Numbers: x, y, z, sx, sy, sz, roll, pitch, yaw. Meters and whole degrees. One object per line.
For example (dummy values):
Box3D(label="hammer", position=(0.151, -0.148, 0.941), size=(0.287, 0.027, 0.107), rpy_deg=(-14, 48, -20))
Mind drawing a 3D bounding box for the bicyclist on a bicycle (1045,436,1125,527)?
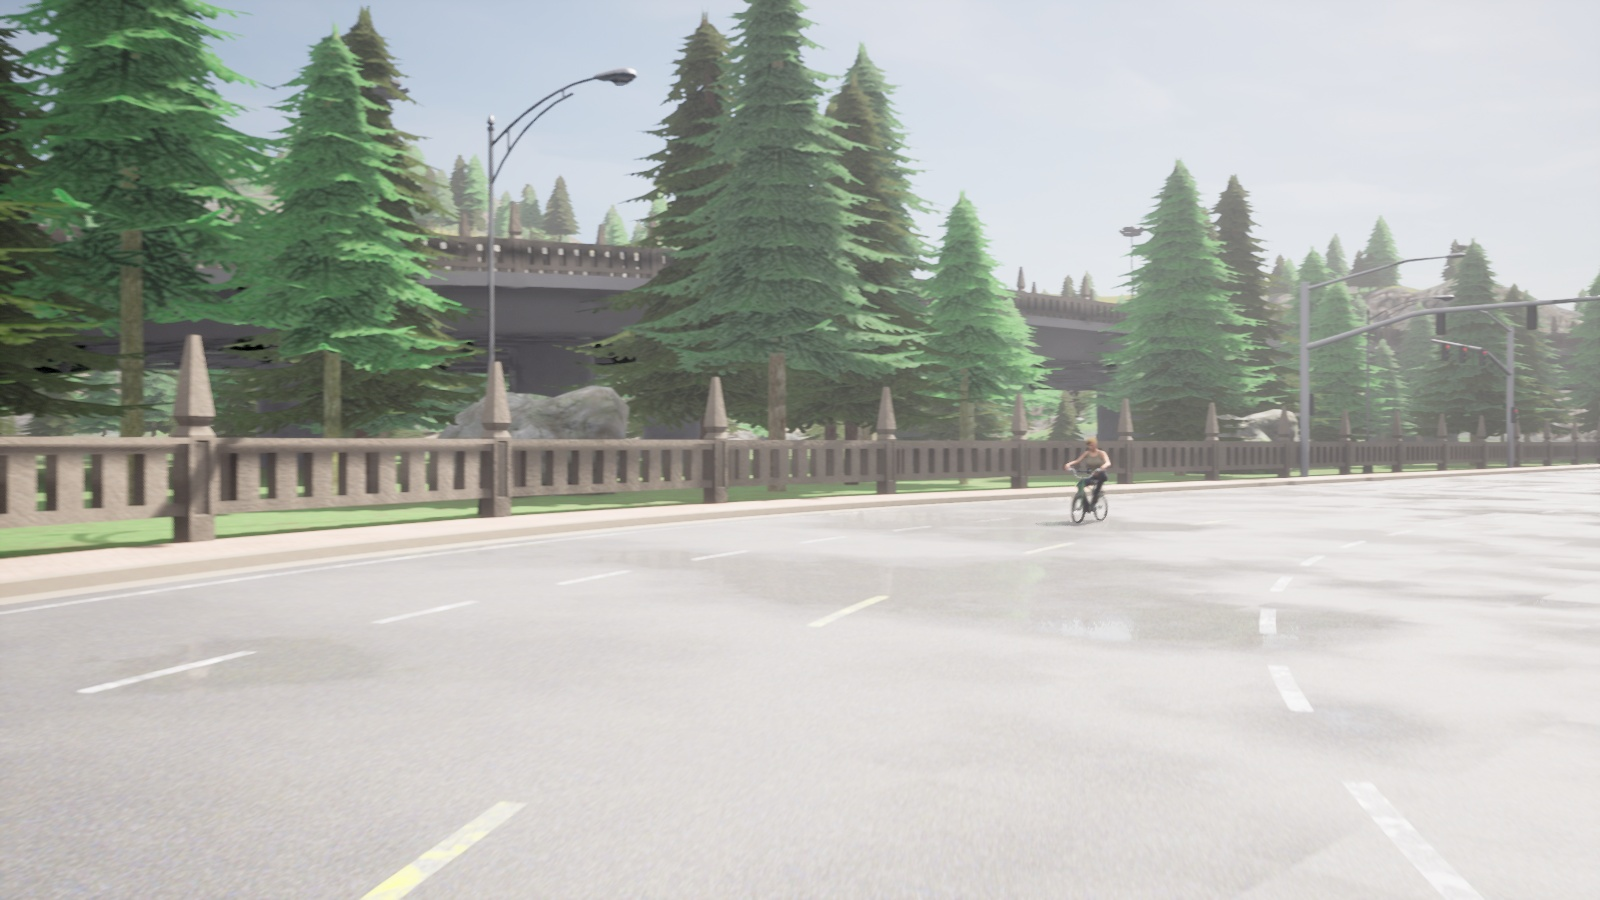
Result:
Box3D(label="bicyclist on a bicycle", position=(5.299, 0.562, 23.314), size=(0.866, 1.612, 1.509), rpy_deg=(1, 1, 38))
